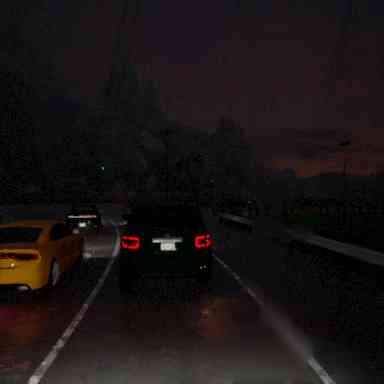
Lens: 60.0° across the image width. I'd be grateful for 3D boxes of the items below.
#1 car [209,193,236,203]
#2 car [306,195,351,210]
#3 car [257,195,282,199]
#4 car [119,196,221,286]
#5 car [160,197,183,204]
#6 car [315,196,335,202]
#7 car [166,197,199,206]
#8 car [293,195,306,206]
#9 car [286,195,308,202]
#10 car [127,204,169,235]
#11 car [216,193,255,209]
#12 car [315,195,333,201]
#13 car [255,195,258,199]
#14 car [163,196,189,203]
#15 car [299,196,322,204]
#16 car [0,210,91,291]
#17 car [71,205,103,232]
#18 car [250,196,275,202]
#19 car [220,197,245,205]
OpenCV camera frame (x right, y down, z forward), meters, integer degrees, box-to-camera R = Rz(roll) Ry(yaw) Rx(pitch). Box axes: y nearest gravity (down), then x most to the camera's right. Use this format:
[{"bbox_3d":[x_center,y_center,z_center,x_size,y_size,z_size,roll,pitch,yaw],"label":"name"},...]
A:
[{"bbox_3d":[6.737,1.298,72.706,5.566,2.045,2.150,0,0,-20],"label":"car"},{"bbox_3d":[17.683,1.548,43.062,4.892,1.490,1.837,0,0,-20],"label":"car"},{"bbox_3d":[15.866,1.542,64.919,5.008,1.535,1.882,0,0,-20],"label":"car"},{"bbox_3d":[-0.845,1.233,9.665,2.150,2.045,5.566,0,0,-7],"label":"car"},{"bbox_3d":[-4.016,1.630,65.123,4.181,1.385,1.994,0,0,-20],"label":"car"},{"bbox_3d":[31.933,1.673,79.748,4.718,1.301,1.895,0,0,-30],"label":"car"},{"bbox_3d":[-1.694,1.607,58.536,5.357,1.411,2.033,0,0,-20],"label":"car"},{"bbox_3d":[19.312,1.618,54.843,4.181,1.385,1.994,0,0,-20],"label":"car"},{"bbox_3d":[25.277,1.557,79.960,5.008,1.535,1.882,0,0,-27],"label":"car"},{"bbox_3d":[-2.857,1.569,20.496,2.033,1.411,5.357,0,0,-13],"label":"car"},{"bbox_3d":[5.932,1.397,46.209,4.553,1.767,2.097,0,0,-20],"label":"car"},{"bbox_3d":[33.849,1.535,85.331,5.008,1.535,1.882,0,0,-34],"label":"car"},{"bbox_3d":[14.622,1.427,71.869,4.553,1.767,2.097,0,0,-20],"label":"car"},{"bbox_3d":[-3.317,1.548,69.024,5.008,1.535,1.882,0,0,-20],"label":"car"},{"bbox_3d":[24.260,1.619,68.002,4.181,1.385,1.994,0,0,-20],"label":"car"},{"bbox_3d":[-4.262,1.487,8.998,1.882,1.535,5.008,0,0,-7],"label":"car"},{"bbox_3d":[-6.412,1.514,19.909,2.128,1.511,4.902,0,0,-15],"label":"car"},{"bbox_3d":[16.146,1.616,76.158,5.357,1.411,2.033,0,0,-20],"label":"car"},{"bbox_3d":[7.618,1.626,61.940,4.181,1.385,1.994,0,0,-20],"label":"car"}]
